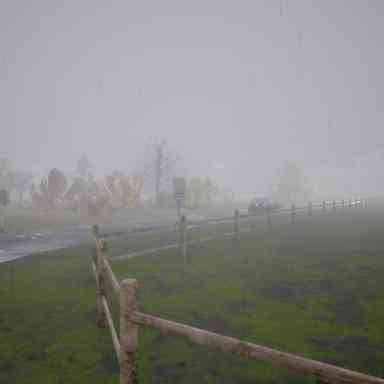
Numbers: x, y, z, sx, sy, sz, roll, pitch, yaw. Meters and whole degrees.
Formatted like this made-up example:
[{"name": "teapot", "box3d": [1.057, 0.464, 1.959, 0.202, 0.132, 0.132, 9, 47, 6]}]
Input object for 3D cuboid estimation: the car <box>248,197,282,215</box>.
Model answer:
[{"name": "car", "box3d": [7.499, 1.280, 33.731, 2.097, 1.767, 4.553, 0, 0, 36]}]
